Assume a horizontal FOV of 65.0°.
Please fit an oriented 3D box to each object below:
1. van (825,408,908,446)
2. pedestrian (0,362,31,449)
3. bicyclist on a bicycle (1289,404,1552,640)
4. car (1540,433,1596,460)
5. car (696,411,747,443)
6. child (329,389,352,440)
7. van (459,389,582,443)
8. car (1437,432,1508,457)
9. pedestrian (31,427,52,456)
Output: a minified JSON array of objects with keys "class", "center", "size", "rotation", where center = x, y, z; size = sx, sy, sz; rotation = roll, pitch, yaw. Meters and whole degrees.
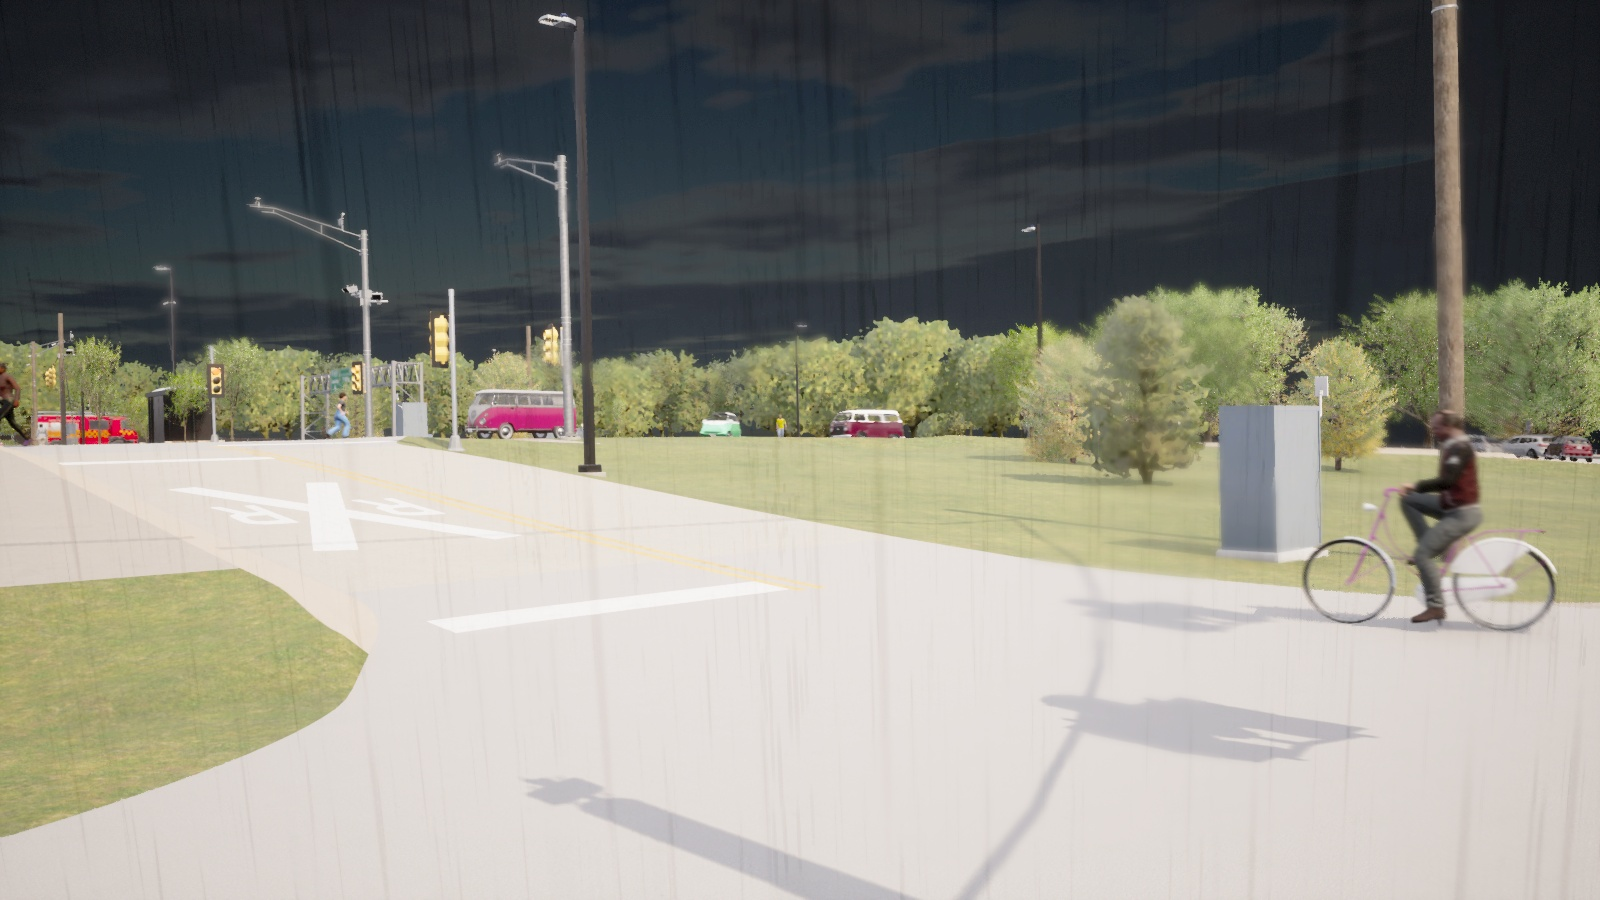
[{"class":"van","center":[3.808,-1.291,71.712],"size":[4.480,2.038,2.069],"rotation":[0,-2,-39]},{"class":"pedestrian","center":[-16.726,-0.928,26.385],"size":[0.328,1.805,0.869],"rotation":[-1,1,38]},{"class":"bicyclist on a bicycle","center":[4.974,0.547,10.156],"size":[1.843,1.776,0.659],"rotation":[0,0,27]},{"class":"car","center":[47.216,-0.239,77.308],"size":[1.789,1.549,3.705],"rotation":[3,1,13]},{"class":"car","center":[-3.603,-1.048,57.943],"size":[1.481,1.376,2.207],"rotation":[0,-1,24]},{"class":"child","center":[-11.638,-0.899,31.823],"size":[0.270,1.263,0.437],"rotation":[-1,1,40]},{"class":"van","center":[-10.932,-1.311,49.344],"size":[1.775,1.987,4.442],"rotation":[-1,0,44]},{"class":"car","center":[46.039,-0.380,86.061],"size":[1.851,1.617,3.988],"rotation":[2,-1,-21]},{"class":"pedestrian","center":[-49.003,-0.570,81.118],"size":[0.900,1.855,0.874],"rotation":[-1,1,40]}]
